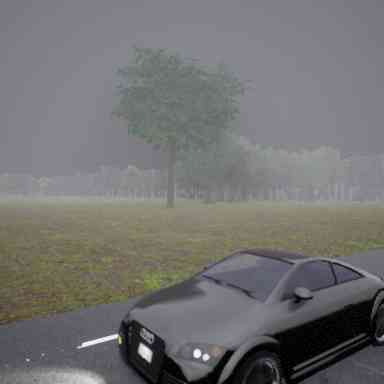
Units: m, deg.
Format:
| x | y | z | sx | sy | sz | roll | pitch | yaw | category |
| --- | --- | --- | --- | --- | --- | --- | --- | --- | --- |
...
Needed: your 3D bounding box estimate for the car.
| x | y | z | sx | sy | sz | roll | pitch | yaw | category |
| --- | --- | --- | --- | --- | --- | --- | --- | --- | --- |
| 1.111 | 1.566 | 4.788 | 4.181 | 1.385 | 1.994 | 0 | 0 | -36 | car |
